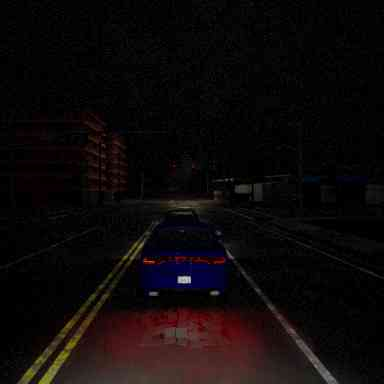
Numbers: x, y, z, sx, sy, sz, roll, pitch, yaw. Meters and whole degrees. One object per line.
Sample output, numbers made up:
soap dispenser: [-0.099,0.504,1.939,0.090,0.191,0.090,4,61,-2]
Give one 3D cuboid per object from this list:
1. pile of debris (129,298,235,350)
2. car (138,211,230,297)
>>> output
pile of debris: [-0.175,2.175,5.675,1.500,0.140,1.860,0,0,-2]
car: [-0.216,1.478,8.646,1.882,1.535,5.008,0,0,-2]
